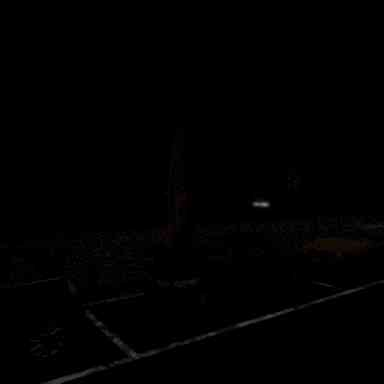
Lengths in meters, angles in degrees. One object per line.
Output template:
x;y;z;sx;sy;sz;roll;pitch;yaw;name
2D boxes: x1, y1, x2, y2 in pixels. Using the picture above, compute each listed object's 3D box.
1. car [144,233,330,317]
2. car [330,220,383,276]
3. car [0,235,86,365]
0.991;1.621;7.465;4.206;1.307;1.802;1;0;-35;car
5.446;1.607;10.638;4.829;1.417;1.752;1;0;-35;car
-3.602;1.436;4.194;4.097;1.590;1.967;1;0;-35;car
